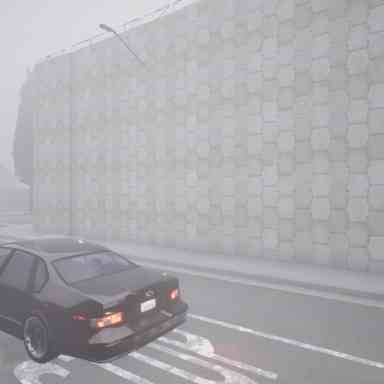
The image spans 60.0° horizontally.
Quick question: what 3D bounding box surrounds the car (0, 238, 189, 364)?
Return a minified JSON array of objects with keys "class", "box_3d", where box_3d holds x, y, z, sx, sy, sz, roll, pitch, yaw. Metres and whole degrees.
[{"class":"car","box_3d":[-2.628,1.547,5.852,5.357,1.411,2.033,0,0,35]}]
